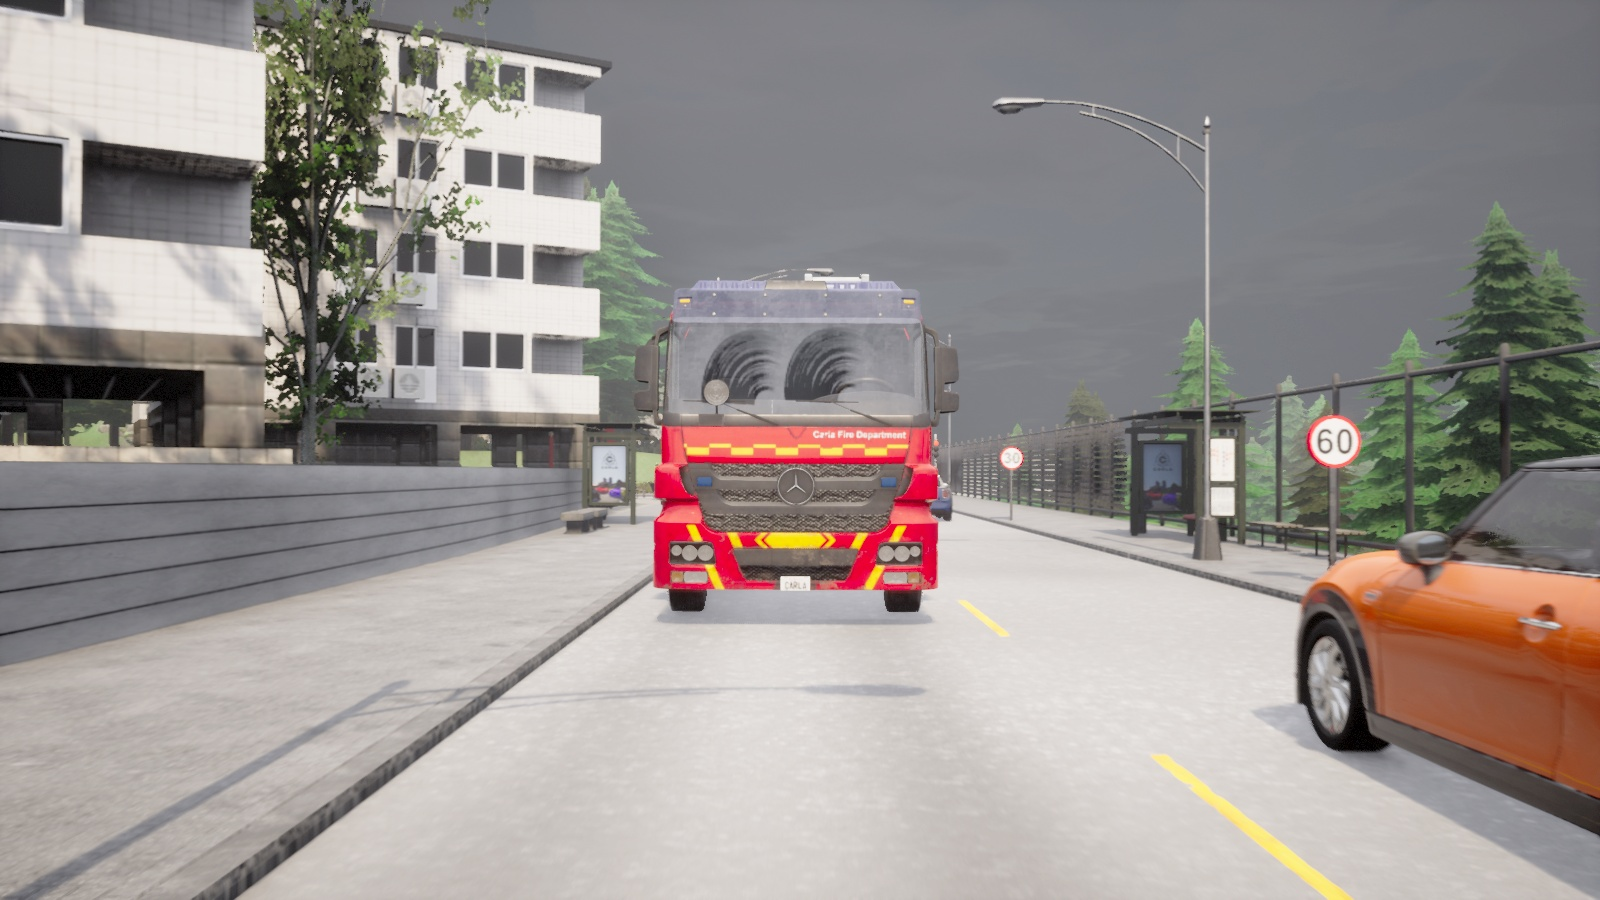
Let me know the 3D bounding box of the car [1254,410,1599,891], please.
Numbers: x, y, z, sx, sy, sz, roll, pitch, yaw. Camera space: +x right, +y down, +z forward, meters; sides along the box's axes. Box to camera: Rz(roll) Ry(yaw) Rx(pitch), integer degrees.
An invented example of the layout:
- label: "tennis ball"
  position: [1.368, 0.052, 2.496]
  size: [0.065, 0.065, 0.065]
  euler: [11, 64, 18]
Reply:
- label: "car"
  position: [3.983, 0.754, 5.798]
  size: [2.097, 1.767, 4.553]
  euler: [0, -1, 0]

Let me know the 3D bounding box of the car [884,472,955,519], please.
- label: "car"
  position: [3.892, 1.457, 41.362]
  size: [1.970, 1.475, 3.806]
  euler: [0, -1, 0]

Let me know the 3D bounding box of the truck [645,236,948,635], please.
- label: "truck"
  position: [-0.047, -0.077, 16.302]
  size: [2.891, 3.827, 8.468]
  euler: [0, -1, 0]
